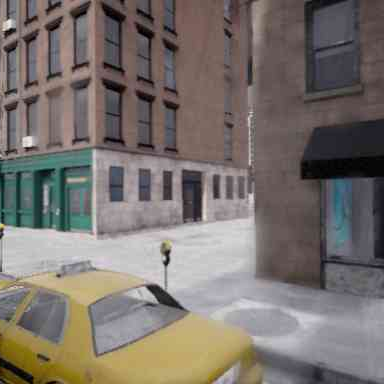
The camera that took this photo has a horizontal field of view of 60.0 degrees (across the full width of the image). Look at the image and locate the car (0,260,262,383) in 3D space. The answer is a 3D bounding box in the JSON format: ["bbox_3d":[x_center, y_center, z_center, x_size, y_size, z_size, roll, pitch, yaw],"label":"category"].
[{"bbox_3d":[-1.597,1.531,4.114,4.829,1.417,1.752,0,-1,36],"label":"car"}]
